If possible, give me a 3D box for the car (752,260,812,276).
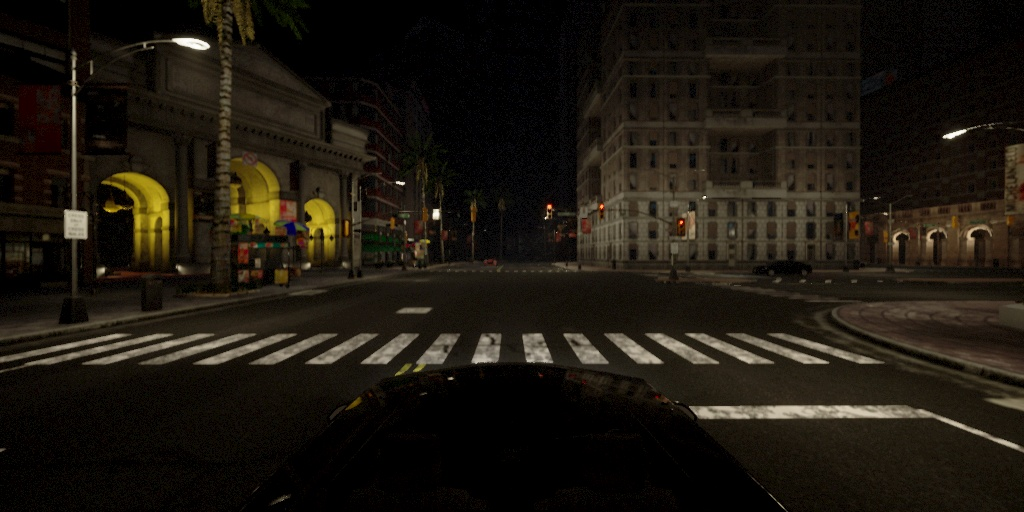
[{"bbox_3d":[25.733,1.127,34.272,5.008,1.535,1.882,0,0,0],"label":"car"}]

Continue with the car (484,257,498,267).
[{"bbox_3d":[-3.562,0.889,60.426,2.097,1.767,4.553,0,0,0],"label":"car"}]
